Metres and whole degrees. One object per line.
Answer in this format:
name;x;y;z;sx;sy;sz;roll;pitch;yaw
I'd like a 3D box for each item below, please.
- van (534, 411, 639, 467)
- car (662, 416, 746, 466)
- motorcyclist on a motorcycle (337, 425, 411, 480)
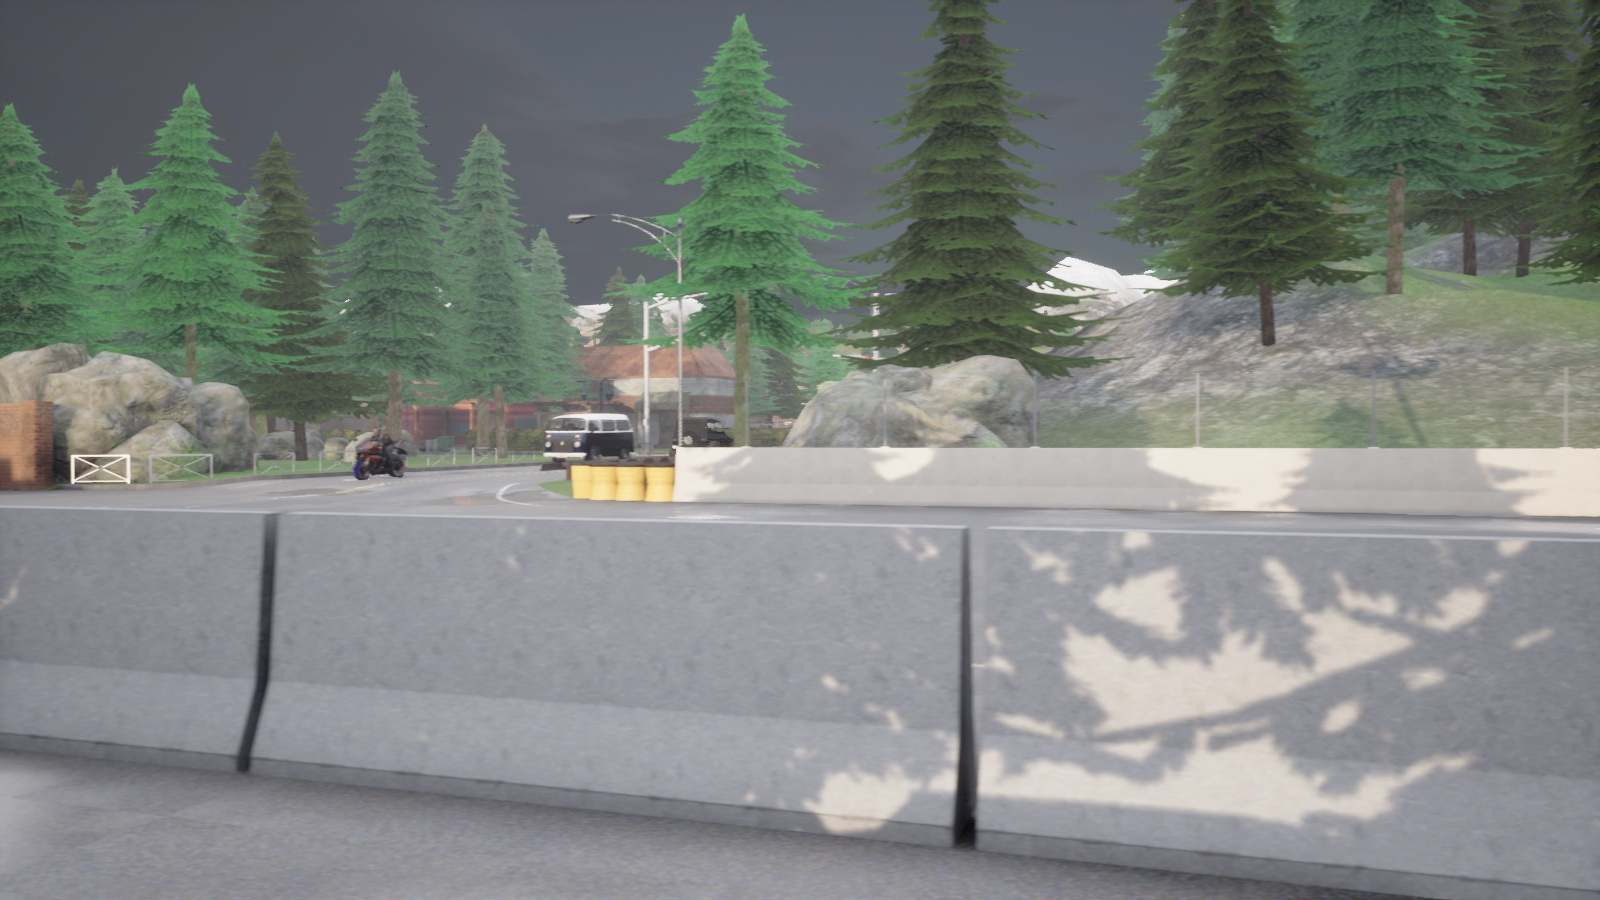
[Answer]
van;-8.088;-0.445;47.995;2.069;2.038;4.480;1;1;19
car;-3.760;-0.385;49.789;1.905;1.878;3.866;1;1;19
motorcyclist on a motorcycle;-12.220;0.041;36.109;0.866;1.530;2.191;1;1;19
